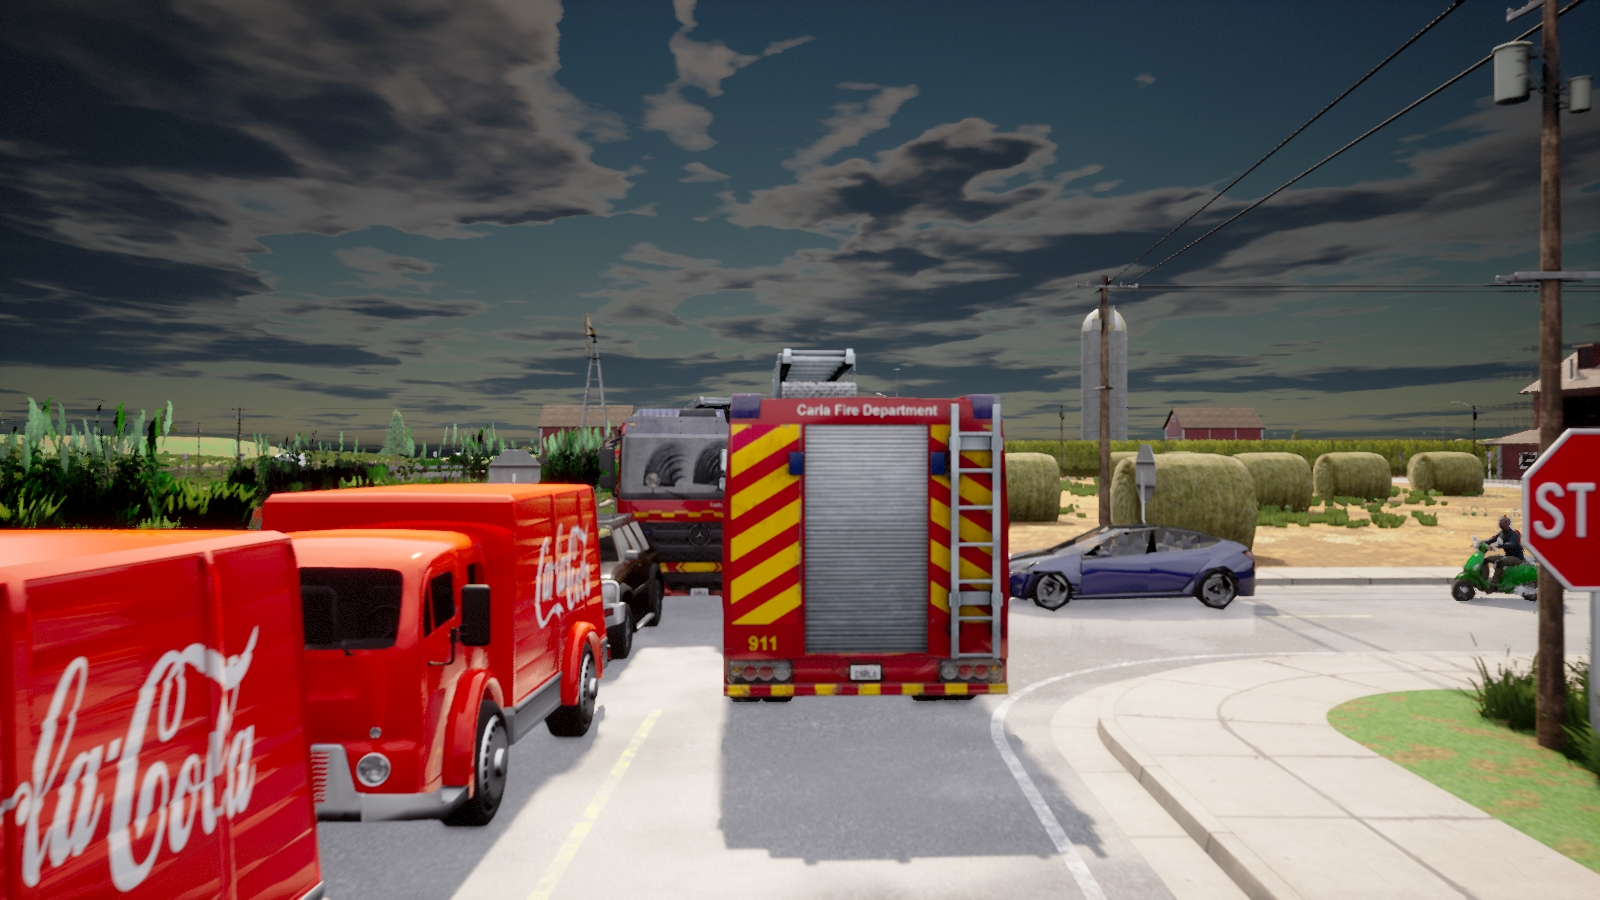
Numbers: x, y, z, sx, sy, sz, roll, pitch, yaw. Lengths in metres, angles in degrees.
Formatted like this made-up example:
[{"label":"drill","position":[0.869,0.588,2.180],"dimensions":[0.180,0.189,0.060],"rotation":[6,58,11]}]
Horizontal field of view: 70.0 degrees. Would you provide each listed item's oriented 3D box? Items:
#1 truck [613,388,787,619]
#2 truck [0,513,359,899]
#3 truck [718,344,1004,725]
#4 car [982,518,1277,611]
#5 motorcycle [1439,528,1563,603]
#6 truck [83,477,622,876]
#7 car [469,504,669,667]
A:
[{"label":"truck","position":[-2.256,0.878,23.357],"dimensions":[2.891,3.827,8.468],"rotation":[0,0,-8]},{"label":"truck","position":[-3.484,1.536,2.940],"dimensions":[2.627,2.467,5.204],"rotation":[0,0,1]},{"label":"truck","position":[0.455,0.874,15.766],"dimensions":[2.891,3.827,8.468],"rotation":[0,0,-2]},{"label":"car","position":[5.983,2.075,21.136],"dimensions":[4.792,1.488,2.163],"rotation":[0,0,-3]},{"label":"motorcycle","position":[13.143,2.157,21.445],"dimensions":[1.805,1.316,0.856],"rotation":[0,0,-2]},{"label":"truck","position":[-3.339,1.538,10.073],"dimensions":[2.627,2.467,5.204],"rotation":[0,0,1]},{"label":"car","position":[-3.215,1.840,16.873],"dimensions":[1.932,1.855,4.605],"rotation":[0,0,1]}]
